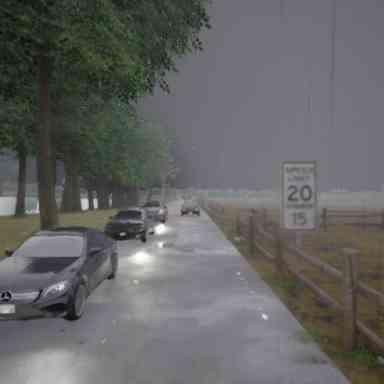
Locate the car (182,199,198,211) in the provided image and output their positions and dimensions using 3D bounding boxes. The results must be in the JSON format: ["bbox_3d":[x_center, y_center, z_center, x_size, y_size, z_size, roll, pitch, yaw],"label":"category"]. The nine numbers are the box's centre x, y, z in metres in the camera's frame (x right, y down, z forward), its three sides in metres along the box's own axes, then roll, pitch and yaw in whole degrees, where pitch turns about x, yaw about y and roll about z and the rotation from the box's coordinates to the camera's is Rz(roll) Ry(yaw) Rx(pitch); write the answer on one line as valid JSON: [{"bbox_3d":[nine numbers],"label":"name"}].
[{"bbox_3d":[-0.265,1.765,45.813,1.994,1.385,4.181,0,0,0],"label":"car"}]

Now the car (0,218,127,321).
[{"bbox_3d":[-2.890,1.550,7.455,1.812,1.442,4.674,0,0,0],"label":"car"}]

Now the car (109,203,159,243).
[{"bbox_3d":[-2.968,1.532,16.716,1.882,1.535,5.008,0,0,0],"label":"car"}]

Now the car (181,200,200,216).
[{"bbox_3d":[-0.170,1.729,33.549,1.895,1.301,4.718,0,0,0],"label":"car"}]

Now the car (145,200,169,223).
[{"bbox_3d":[-3.015,1.451,26.334,2.097,1.767,4.553,0,0,0],"label":"car"}]
